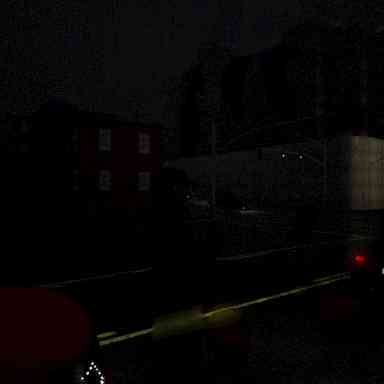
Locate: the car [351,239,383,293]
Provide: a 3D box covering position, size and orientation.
[{"bbox_3d":[5.579,1.564,7.732,4.181,1.385,1.994,0,0,-35],"label":"car"}]

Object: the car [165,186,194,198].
[{"bbox_3d":[-1.748,-0.076,45.642,1.895,1.301,4.718,0,9,-36],"label":"car"}]

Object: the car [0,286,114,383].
[{"bbox_3d":[-3.150,1.219,1.520,5.566,2.045,2.150,0,0,-35],"label":"car"}]

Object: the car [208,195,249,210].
[{"bbox_3d":[3.999,1.105,37.592,2.033,1.411,5.357,0,5,-36],"label":"car"}]
